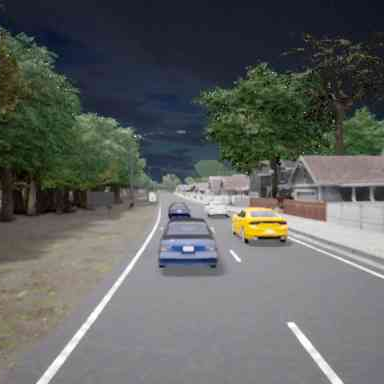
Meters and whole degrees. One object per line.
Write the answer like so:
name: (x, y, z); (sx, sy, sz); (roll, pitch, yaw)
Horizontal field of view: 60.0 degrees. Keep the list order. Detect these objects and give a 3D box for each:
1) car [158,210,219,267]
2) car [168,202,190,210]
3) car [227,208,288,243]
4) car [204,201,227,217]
car: (-0.164, 1.592, 11.547); (2.033, 1.411, 5.357); (0, 0, -1)
car: (-1.242, 1.633, 30.781); (1.994, 1.385, 4.181); (0, 0, -4)
car: (3.175, 1.529, 16.413); (1.882, 1.535, 5.008); (0, -1, -2)
car: (2.217, 1.592, 31.461); (1.812, 1.442, 4.674); (0, 0, -4)
